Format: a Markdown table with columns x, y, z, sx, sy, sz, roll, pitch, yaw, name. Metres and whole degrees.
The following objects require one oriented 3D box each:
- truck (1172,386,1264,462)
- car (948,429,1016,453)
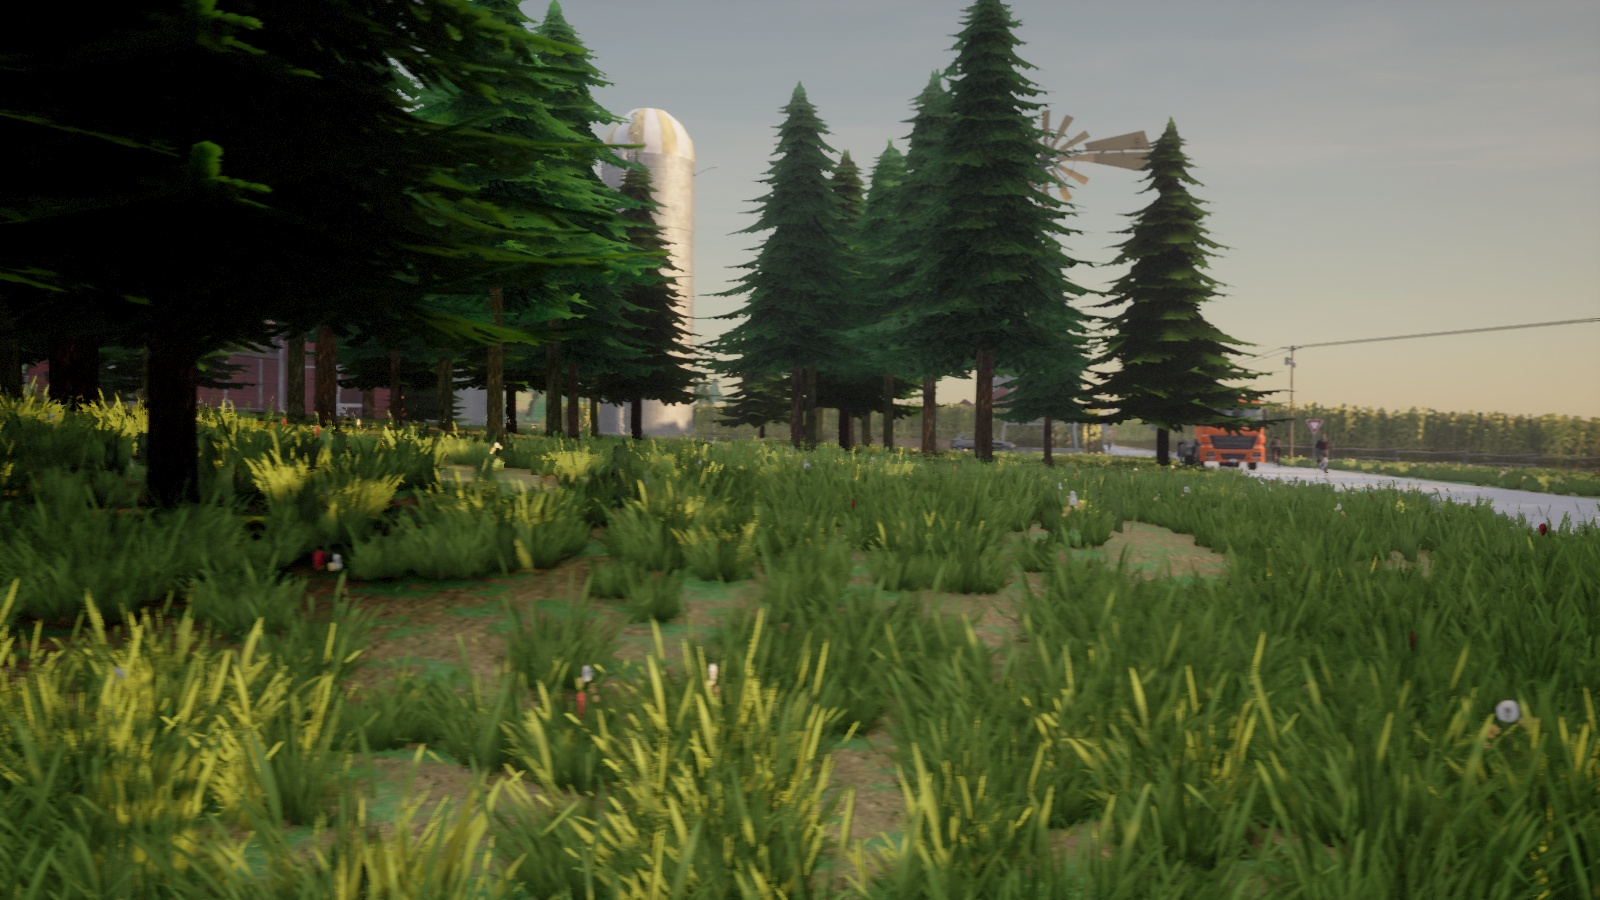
| x | y | z | sx | sy | sz | roll | pitch | yaw | name |
| --- | --- | --- | --- | --- | --- | --- | --- | --- | --- |
| 20.462 | -1.265 | 61.917 | 2.891 | 3.462 | 7.936 | 0 | 1 | 8 | truck |
| 11.452 | -0.577 | 79.109 | 4.193 | 1.474 | 1.816 | 0 | 1 | 10 | car |
